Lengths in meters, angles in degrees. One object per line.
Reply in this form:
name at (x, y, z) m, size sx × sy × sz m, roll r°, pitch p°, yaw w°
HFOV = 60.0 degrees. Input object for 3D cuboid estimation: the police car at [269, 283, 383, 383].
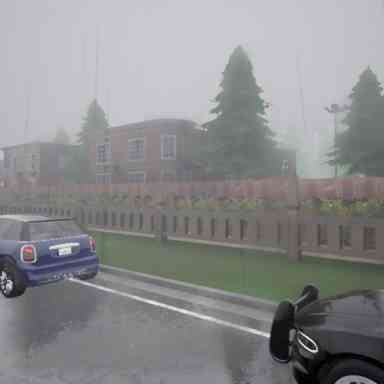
police car at (3.252, 1.425, 2.716) m, size 5.238 × 1.638 × 1.930 m, roll 0°, pitch 0°, yaw 38°

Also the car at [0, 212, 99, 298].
car at (-4.526, 1.350, 8.775) m, size 4.553 × 1.767 × 2.097 m, roll 0°, pitch 0°, yaw 38°
